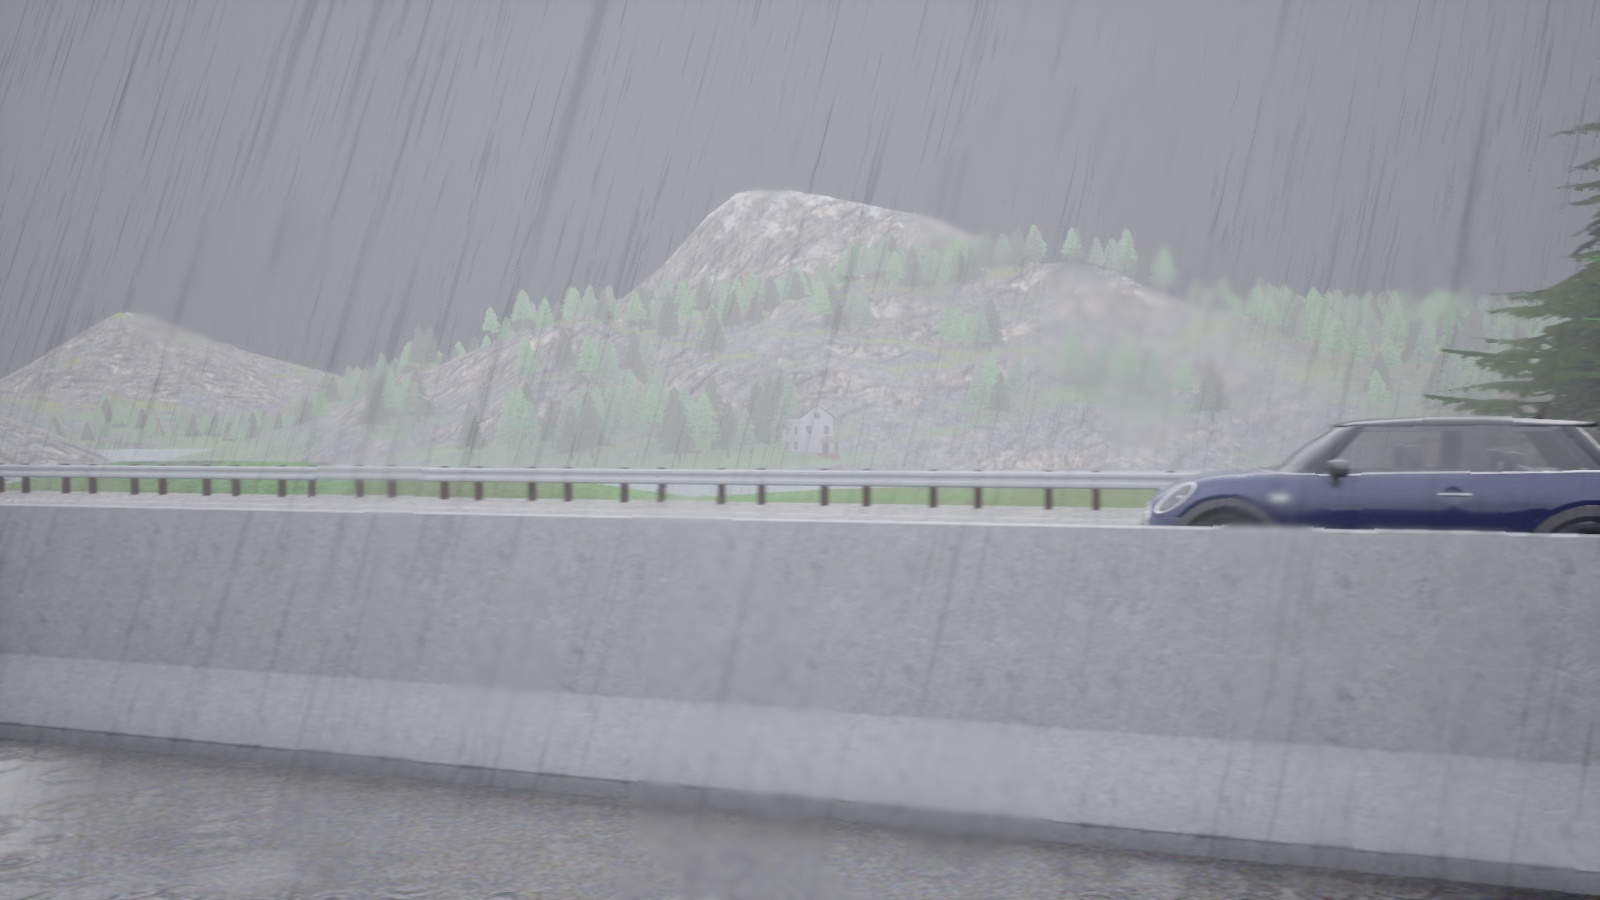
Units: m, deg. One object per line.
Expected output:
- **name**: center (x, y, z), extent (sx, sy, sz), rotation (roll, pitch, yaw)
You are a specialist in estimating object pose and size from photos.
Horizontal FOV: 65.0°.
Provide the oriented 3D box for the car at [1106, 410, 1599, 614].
- **car**: center (5.458, 0.506, 12.432), extent (4.553, 1.767, 2.097), rotation (1, 1, 19)
